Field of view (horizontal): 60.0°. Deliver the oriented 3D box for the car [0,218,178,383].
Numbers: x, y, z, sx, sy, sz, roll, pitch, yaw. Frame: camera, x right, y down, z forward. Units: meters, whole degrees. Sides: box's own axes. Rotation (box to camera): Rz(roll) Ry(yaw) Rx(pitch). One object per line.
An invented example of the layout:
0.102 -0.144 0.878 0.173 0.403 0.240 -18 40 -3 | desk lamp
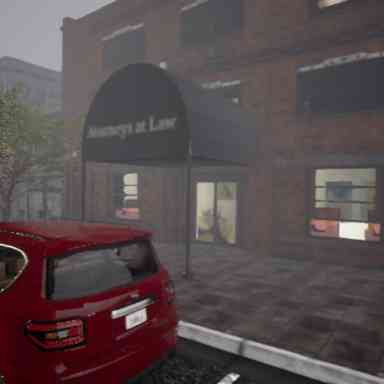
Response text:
-2.487 1.308 4.628 5.009 1.841 2.192 0 1 35 | car
